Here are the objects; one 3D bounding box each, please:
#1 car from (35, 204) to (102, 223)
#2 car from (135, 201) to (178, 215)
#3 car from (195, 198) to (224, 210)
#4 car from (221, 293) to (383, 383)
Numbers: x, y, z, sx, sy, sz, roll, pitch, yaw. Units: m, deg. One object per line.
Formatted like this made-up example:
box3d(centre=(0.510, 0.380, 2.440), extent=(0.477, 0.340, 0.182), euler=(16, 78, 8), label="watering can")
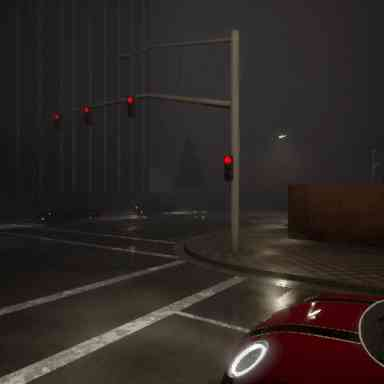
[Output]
box3d(centre=(-9.341, 1.601, 25.468), extent=(1.895, 1.301, 4.718), euler=(0, 0, 35), label="car")
box3d(centre=(-3.560, 1.601, 33.624), extent=(1.895, 1.301, 4.718), euler=(0, 0, 35), label="car")
box3d(centre=(2.283, 1.491, 41.835), extent=(2.128, 1.511, 4.902), euler=(0, 0, 36), label="car")
box3d(centre=(2.429, 1.352, 2.225), extent=(4.553, 1.767, 2.097), euler=(0, 0, 36), label="car")
